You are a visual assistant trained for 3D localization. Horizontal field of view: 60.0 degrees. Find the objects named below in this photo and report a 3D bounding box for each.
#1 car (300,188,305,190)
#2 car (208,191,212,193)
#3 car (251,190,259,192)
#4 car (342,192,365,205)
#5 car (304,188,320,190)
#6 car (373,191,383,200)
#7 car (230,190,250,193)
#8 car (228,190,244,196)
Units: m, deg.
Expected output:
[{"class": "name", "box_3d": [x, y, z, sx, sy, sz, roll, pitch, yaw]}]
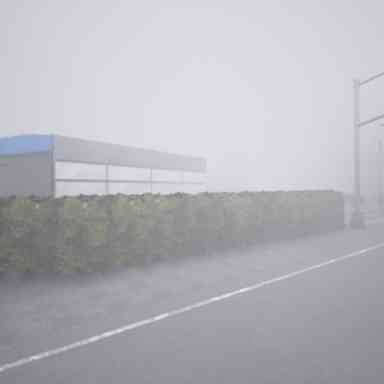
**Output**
[{"class": "car", "box_3d": [24.391, 0.163, 73.075, 3.866, 1.878, 1.905, -1, 1, -41]}, {"class": "car", "box_3d": [3.813, 0.500, 85.489, 4.514, 1.523, 2.007, -1, 1, -41]}, {"class": "car", "box_3d": [15.990, 0.246, 82.726, 5.027, 1.636, 2.152, -1, 1, -41]}, {"class": "car", "box_3d": [19.085, 0.777, 39.950, 4.514, 1.523, 2.007, -1, 1, -41]}, {"class": "car", "box_3d": [26.610, 0.176, 71.155, 4.605, 1.855, 1.932, -1, 1, -41]}, {"class": "car", "box_3d": [31.159, 0.561, 54.427, 3.806, 1.475, 1.970, -1, 1, -41]}, {"class": "car", "box_3d": [8.464, 0.641, 63.819, 4.514, 1.523, 2.007, -1, 1, -41]}, {"class": "car", "box_3d": [11.533, 0.333, 87.354, 3.806, 1.475, 1.970, -1, 1, -41]}]
